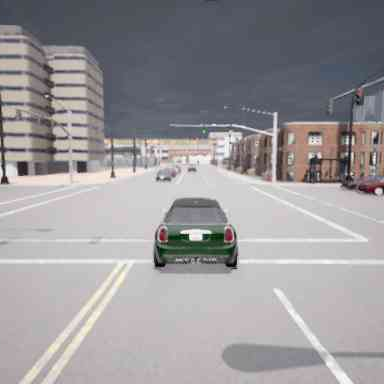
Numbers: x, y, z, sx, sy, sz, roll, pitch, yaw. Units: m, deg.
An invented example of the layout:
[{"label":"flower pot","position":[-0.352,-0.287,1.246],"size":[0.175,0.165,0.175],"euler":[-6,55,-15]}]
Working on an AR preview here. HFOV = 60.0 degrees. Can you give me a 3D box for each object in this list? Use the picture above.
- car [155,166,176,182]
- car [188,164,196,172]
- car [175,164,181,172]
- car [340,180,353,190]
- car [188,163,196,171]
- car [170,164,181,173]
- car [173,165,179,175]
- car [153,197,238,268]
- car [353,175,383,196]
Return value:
[{"label":"car","position":[-3.606,-2.181,43.080],"size":[2.128,1.511,4.902],"euler":[0,6,1]},{"label":"car","position":[0.013,-5.148,74.371],"size":[1.895,1.301,4.718],"euler":[0,6,0]},{"label":"car","position":[-3.501,-3.986,61.827],"size":[1.812,1.442,4.674],"euler":[0,6,1]},{"label":"car","position":[16.325,-0.835,29.934],"size":[5.357,1.411,2.033],"euler":[0,6,0]},{"label":"car","position":[0.015,-6.370,84.364],"size":[2.097,1.767,4.553],"euler":[0,6,0]},{"label":"car","position":[-3.488,-5.151,71.948],"size":[2.097,1.767,4.553],"euler":[0,6,0]},{"label":"car","position":[-3.571,-3.117,52.476],"size":[1.882,1.535,5.008],"euler":[0,6,0]},{"label":"car","position":[0.095,0.910,9.998],"size":[2.097,1.767,4.553],"euler":[0,5,0]},{"label":"car","position":[15.985,-0.562,26.438],"size":[5.008,1.535,1.882],"euler":[0,6,0]}]
